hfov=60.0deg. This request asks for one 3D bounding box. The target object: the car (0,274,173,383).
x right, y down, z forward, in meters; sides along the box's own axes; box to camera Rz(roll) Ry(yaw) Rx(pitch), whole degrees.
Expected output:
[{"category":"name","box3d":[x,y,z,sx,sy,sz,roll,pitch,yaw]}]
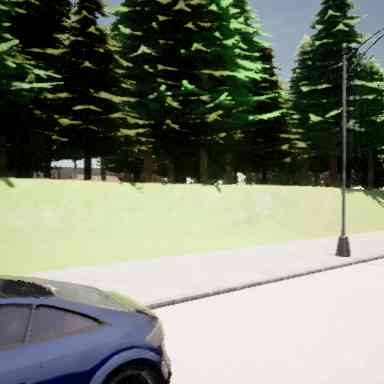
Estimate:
[{"category":"car","box3d":[-2.262,1.562,2.993,4.181,1.385,1.994,1,0,-36]}]
